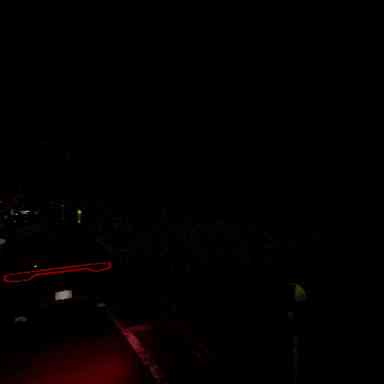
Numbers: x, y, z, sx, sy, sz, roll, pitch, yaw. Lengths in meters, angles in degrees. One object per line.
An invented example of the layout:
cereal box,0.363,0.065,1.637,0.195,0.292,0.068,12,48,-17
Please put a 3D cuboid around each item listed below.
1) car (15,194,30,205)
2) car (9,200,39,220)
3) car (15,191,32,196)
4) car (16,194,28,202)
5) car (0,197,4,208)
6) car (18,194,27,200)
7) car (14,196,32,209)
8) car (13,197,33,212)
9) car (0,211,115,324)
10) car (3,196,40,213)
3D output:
car,-26.522,1.108,52.045,1.967,1.590,4.097,-2,1,-27
car,-13.640,1.386,26.981,1.947,1.339,4.313,-2,1,-27
car,-16.222,1.105,31.990,2.192,1.841,5.009,-2,1,-27
car,-31.670,1.175,62.074,1.947,1.339,4.313,-2,1,-27
car,-23.109,1.287,39.368,1.882,1.535,5.008,-2,1,-27
car,-39.397,1.107,77.115,1.802,1.307,4.206,-2,1,-27
car,-21.368,1.295,42.022,1.947,1.339,4.313,-2,1,-27
car,-18.792,1.304,37.008,1.887,1.381,4.507,-2,1,-27
car,-3.096,1.409,7.283,1.882,1.535,5.008,-2,1,-27
car,-11.068,1.291,21.965,1.967,1.590,4.097,-2,1,-27
